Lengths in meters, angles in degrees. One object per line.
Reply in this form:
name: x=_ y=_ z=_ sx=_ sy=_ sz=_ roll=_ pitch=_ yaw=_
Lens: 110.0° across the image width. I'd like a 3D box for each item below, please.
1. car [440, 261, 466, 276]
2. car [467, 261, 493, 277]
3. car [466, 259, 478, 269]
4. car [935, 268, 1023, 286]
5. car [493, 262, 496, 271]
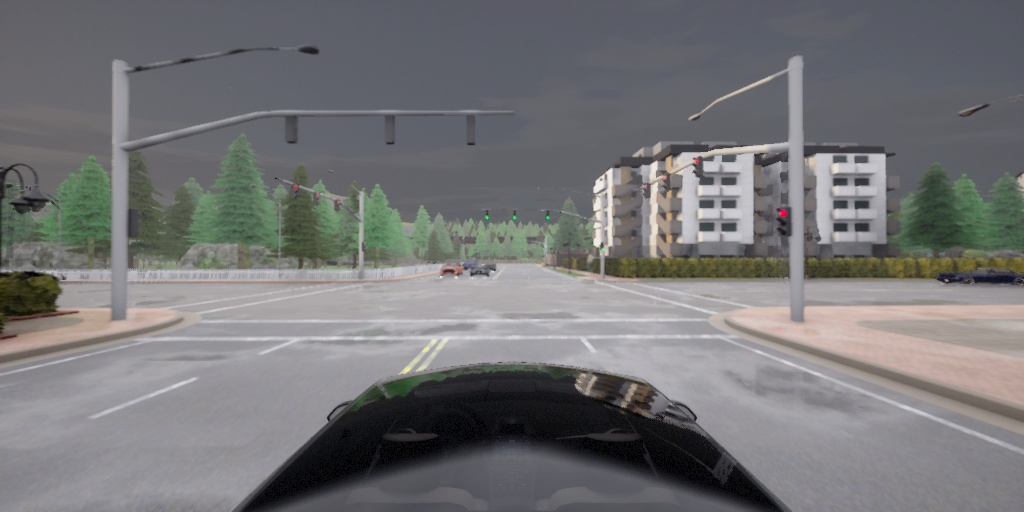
car: x=-7.076 y=1.427 z=42.419 sx=2.097 sy=1.767 sz=4.553 roll=0 pitch=0 yaw=0
car: x=-3.580 y=1.621 z=40.510 sx=1.994 sy=1.385 sz=4.181 roll=0 pitch=0 yaw=0
car: x=-6.997 y=1.456 z=62.181 sx=2.150 sy=2.045 sz=5.566 roll=0 pitch=-1 yaw=0
car: x=35.071 y=1.548 z=26.713 sx=4.718 sy=1.301 sz=1.895 roll=0 pitch=0 yaw=12
car: x=-3.521 y=1.751 z=58.670 sx=2.033 sy=1.411 sz=5.357 roll=0 pitch=0 yaw=1
